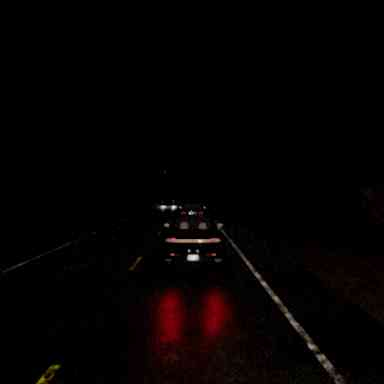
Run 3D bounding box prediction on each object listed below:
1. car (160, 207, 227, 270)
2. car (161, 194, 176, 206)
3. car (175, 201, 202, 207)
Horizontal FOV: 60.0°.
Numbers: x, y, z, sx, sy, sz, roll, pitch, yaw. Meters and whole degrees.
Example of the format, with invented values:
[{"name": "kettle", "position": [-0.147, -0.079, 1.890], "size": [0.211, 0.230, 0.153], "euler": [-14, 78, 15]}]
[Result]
[{"name": "car", "position": [0.047, 1.465, 10.951], "size": [2.128, 1.511, 4.902], "euler": [0, 0, 0]}, {"name": "car", "position": [-3.587, 1.177, 51.574], "size": [2.097, 1.767, 4.553], "euler": [0, 0, 0]}, {"name": "car", "position": [0.040, 1.475, 25.531], "size": [2.033, 1.411, 5.357], "euler": [0, 0, 0]}]
